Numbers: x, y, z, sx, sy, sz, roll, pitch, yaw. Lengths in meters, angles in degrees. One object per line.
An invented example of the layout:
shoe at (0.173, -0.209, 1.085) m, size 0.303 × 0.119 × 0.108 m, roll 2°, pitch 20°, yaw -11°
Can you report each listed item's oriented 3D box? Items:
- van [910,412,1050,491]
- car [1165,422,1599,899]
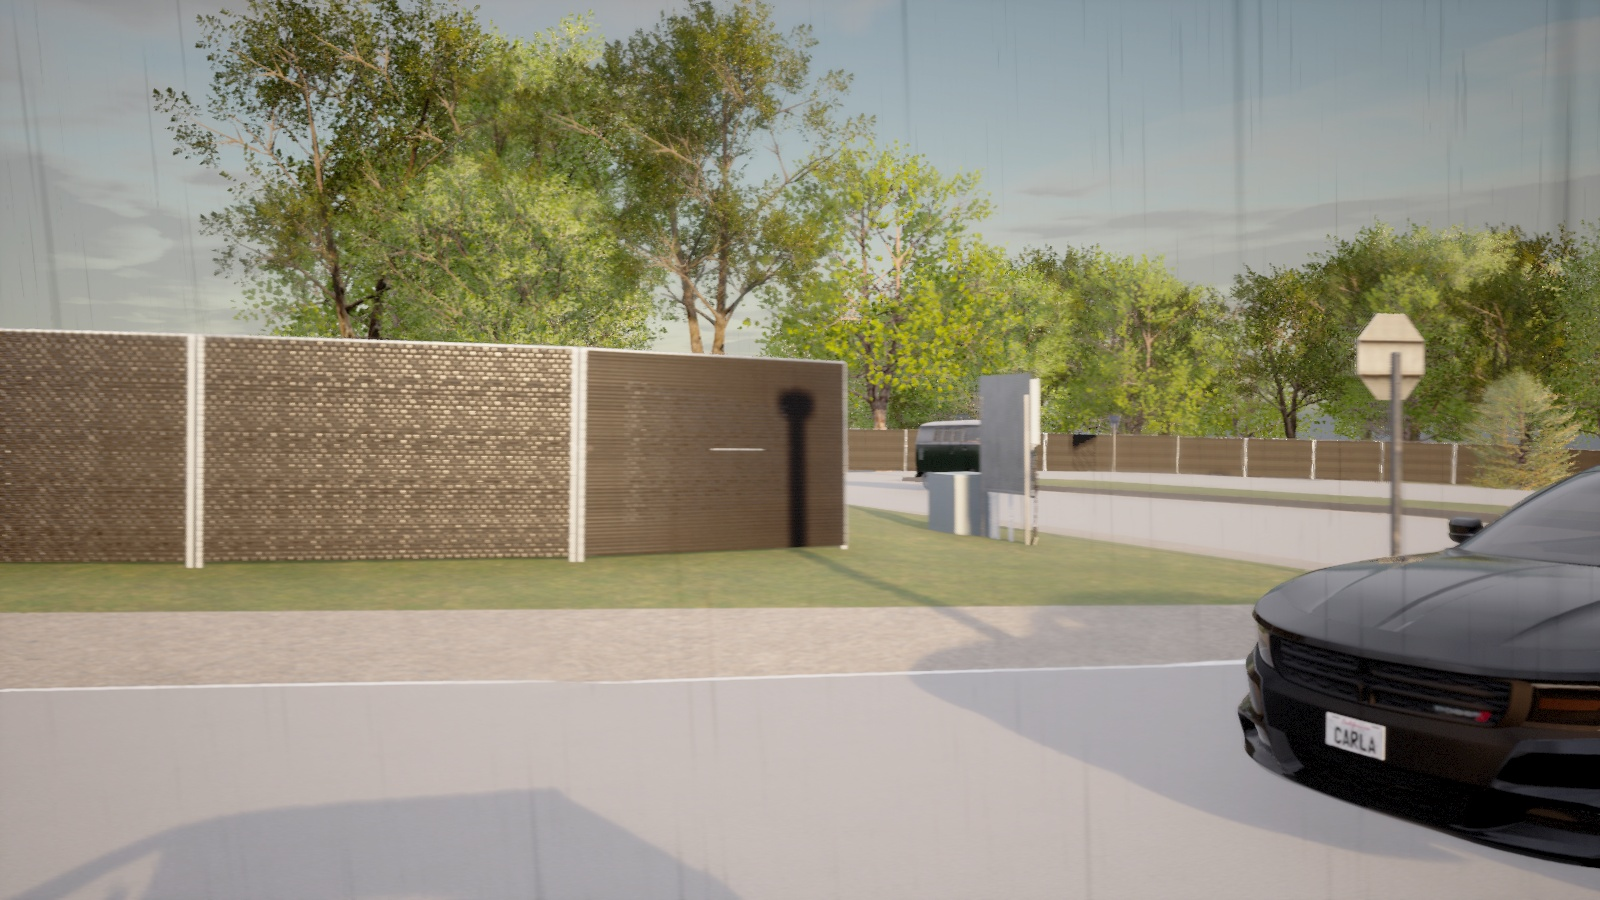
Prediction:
van at (4.849, 0.045, 34.500) m, size 1.775 × 1.987 × 4.442 m, roll -2°, pitch 0°, yaw -21°
car at (4.186, 0.641, 5.459) m, size 5.008 × 1.535 × 1.882 m, roll -1°, pitch 1°, yaw -26°
